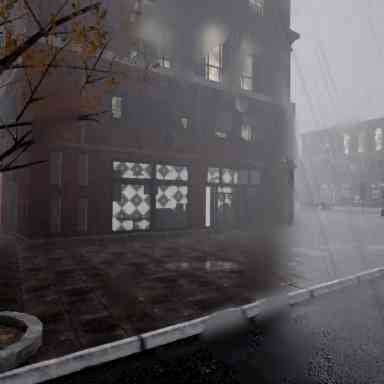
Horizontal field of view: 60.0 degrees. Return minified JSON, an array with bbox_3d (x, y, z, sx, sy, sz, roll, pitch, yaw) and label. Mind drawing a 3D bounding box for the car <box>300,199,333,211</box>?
[{"bbox_3d":[15.548,1.617,41.673,2.008,1.369,4.403,1,-1,-28],"label":"car"}]
